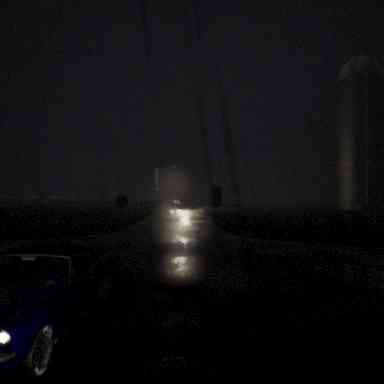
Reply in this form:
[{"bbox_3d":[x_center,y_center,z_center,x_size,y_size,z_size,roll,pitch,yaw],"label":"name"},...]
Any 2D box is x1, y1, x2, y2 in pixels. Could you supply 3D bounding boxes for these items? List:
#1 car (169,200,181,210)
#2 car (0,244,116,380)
[{"bbox_3d":[-2.750,2.106,55.768,2.128,1.511,4.902,0,-1,0],"label":"car"},{"bbox_3d":[-2.749,1.671,5.718,1.895,1.301,4.718,0,-1,0],"label":"car"}]
